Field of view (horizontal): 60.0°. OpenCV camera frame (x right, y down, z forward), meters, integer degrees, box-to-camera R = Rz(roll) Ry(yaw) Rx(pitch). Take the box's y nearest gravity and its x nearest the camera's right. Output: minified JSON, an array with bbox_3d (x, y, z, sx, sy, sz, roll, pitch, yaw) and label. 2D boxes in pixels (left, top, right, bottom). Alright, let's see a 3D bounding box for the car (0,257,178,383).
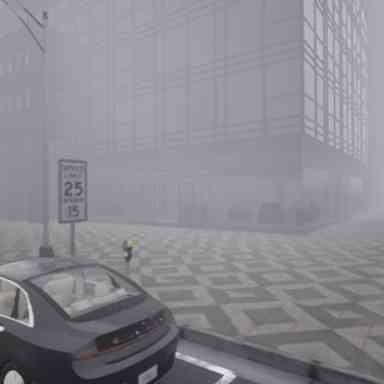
[{"bbox_3d":[-2.212,1.591,4.541,4.403,1.369,2.008,-1,0,36],"label":"car"}]
